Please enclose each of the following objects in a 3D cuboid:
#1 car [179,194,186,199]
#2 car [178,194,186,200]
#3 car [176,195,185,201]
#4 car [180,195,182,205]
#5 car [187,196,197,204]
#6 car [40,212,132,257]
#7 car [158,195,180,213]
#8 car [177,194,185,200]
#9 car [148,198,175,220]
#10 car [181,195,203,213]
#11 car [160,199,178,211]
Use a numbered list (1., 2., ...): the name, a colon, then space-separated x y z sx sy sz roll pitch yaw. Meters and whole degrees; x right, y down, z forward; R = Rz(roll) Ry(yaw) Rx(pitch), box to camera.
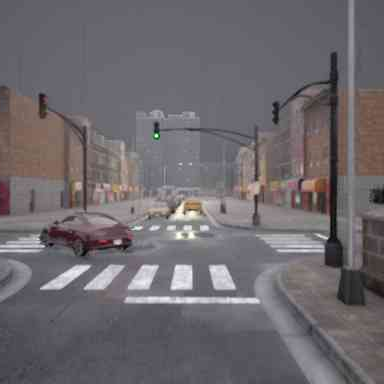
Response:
1. car: -2.634 1.342 93.337 1.802 1.307 4.206 0 0 0
2. car: -2.634 1.340 87.885 1.947 1.339 4.313 0 0 0
3. car: -2.635 1.351 76.981 2.008 1.369 4.403 0 0 0
4. car: -2.637 1.406 44.098 1.752 1.417 4.829 0 0 0
5. car: 0.024 1.440 61.042 1.895 1.301 4.718 0 0 0
6. car: -4.131 1.499 12.832 1.812 1.442 4.674 0 0 -45
7. car: -2.638 1.223 33.363 2.192 1.841 5.009 0 0 0
8. car: -2.634 1.313 82.263 1.752 1.417 4.829 0 0 0
9. car: -2.638 1.448 27.742 1.752 1.417 4.829 0 0 0
10. car: 0.103 1.381 35.156 1.882 1.535 5.008 0 0 0
11. car: -2.637 1.476 38.816 1.802 1.307 4.206 0 0 0
